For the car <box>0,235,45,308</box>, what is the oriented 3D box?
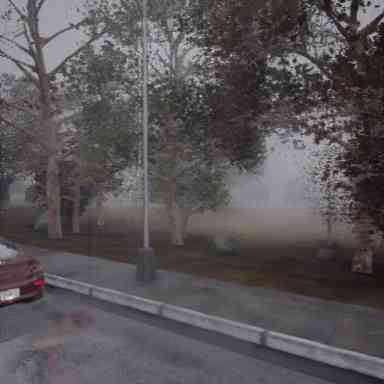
[{"bbox_3d":[-4.878,1.517,6.850,4.674,1.442,1.812,0,0,36],"label":"car"}]
